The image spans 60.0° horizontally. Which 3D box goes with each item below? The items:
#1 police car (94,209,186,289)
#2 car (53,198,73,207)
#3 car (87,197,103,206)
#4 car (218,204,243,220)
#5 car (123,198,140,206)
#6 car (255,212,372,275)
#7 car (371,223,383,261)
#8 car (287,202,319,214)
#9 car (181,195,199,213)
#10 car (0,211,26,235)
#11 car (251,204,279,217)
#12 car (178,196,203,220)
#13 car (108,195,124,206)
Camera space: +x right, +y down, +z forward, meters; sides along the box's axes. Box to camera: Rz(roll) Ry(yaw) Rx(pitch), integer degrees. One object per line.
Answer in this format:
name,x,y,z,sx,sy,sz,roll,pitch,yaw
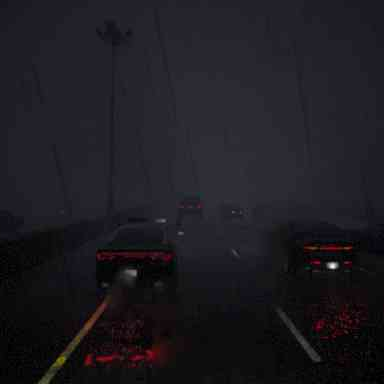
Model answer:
police car,-1.281,1.519,9.579,1.930,1.638,5.238,0,0,0
car,-21.326,1.766,55.103,1.812,1.442,4.674,0,0,0
car,-17.836,1.775,61.620,1.837,1.490,4.892,0,0,0
car,3.439,1.764,30.218,2.033,1.411,5.357,0,0,0
car,-10.842,1.793,62.179,2.128,1.511,4.902,0,0,0
car,3.538,1.622,10.814,1.837,1.490,4.892,0,0,0
car,7.033,1.736,11.774,1.895,1.301,4.718,0,0,0
car,10.432,1.747,31.492,1.837,1.490,4.892,0,0,0
car,-0.217,1.480,43.173,2.150,2.045,5.566,0,0,0
car,-10.693,1.667,17.283,2.033,1.411,5.357,0,0,0
car,6.932,1.797,31.628,1.994,1.385,4.181,0,0,0
car,-0.127,1.428,31.026,2.150,2.045,5.566,0,-1,0
car,-14.336,1.516,63.439,2.150,2.045,5.566,0,0,0
